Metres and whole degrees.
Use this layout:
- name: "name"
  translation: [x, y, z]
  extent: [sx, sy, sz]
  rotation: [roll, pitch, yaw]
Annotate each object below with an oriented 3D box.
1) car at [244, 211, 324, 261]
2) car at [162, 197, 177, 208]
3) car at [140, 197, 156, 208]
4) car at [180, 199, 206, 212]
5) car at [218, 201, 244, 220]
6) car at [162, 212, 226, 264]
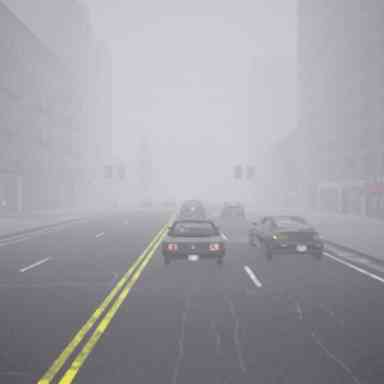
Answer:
- name: "car"
  translation: [3.313, 1.540, 12.299]
  extent: [1.812, 1.442, 4.674]
  rotation: [0, -1, 0]
- name: "car"
  translation: [-3.337, 1.522, 49.884]
  extent: [1.882, 1.535, 5.008]
  rotation: [0, 0, 0]
- name: "car"
  translation: [-6.587, 1.548, 49.939]
  extent: [1.837, 1.490, 4.892]
  rotation: [0, 0, 0]
- name: "car"
  translation: [0.066, 1.379, 27.967]
  extent: [2.097, 1.767, 4.553]
  rotation: [0, 0, 0]
- name: "car"
  translation: [3.318, 1.521, 28.254]
  extent: [2.128, 1.511, 4.902]
  rotation: [0, 0, 0]
- name: "car"
  translation: [0.062, 1.614, 11.819]
  extent: [1.895, 1.301, 4.718]
  rotation: [0, 0, 0]
